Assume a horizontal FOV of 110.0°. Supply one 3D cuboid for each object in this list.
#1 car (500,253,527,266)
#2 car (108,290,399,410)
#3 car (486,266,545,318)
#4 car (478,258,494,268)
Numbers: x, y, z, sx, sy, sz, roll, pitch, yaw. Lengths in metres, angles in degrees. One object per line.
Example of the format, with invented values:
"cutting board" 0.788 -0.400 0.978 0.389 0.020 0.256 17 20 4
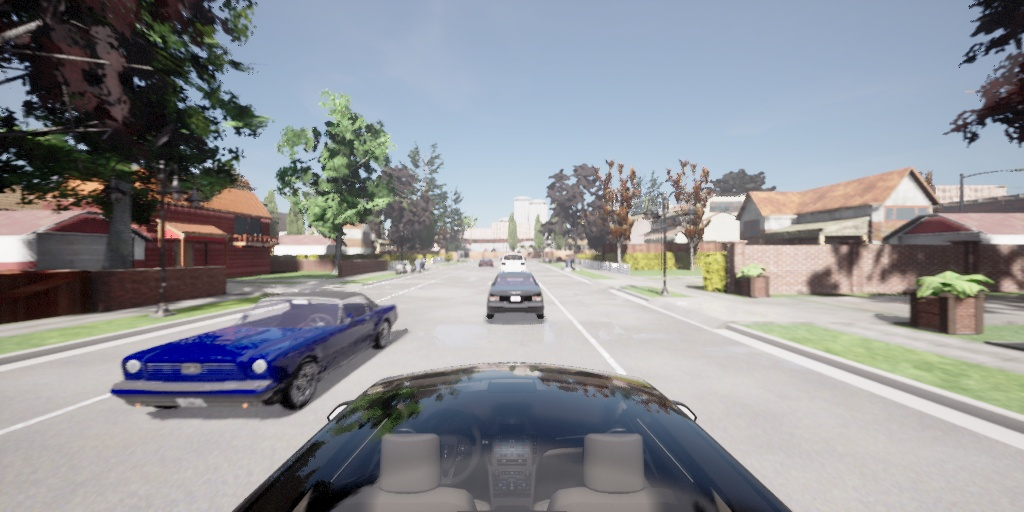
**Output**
"car" 0.106 0.772 31.835 2.150 2.045 5.566 0 1 0
"car" -3.601 1.331 6.231 1.895 1.301 4.718 0 0 0
"car" 0.102 1.244 12.701 2.033 1.411 5.357 0 0 0
"car" -3.569 0.920 49.819 1.994 1.385 4.181 0 1 0
